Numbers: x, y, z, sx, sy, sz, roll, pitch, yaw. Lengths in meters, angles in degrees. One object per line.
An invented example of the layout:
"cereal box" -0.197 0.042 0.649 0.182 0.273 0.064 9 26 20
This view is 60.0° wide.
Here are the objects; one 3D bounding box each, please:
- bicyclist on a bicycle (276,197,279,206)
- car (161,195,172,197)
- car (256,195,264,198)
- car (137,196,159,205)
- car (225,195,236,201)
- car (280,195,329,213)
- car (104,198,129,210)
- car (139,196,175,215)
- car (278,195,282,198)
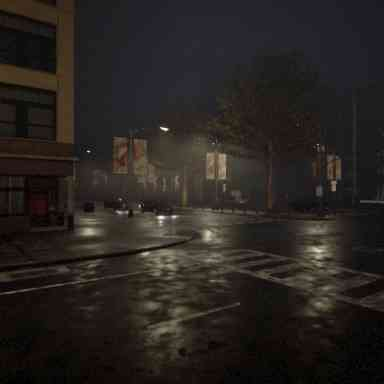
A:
"bicyclist on a bicycle" 12.657 1.300 50.568 1.656 1.620 0.582 0 0 -36
"car" -5.161 1.352 61.890 2.097 1.767 4.553 0 0 -36
"car" 17.668 1.462 83.113 1.895 1.301 4.718 0 0 -36
"car" -8.022 1.505 59.875 1.837 1.490 4.892 0 0 -36
"car" 8.006 1.413 76.680 2.161 1.482 4.786 0 0 -36
"car" 12.733 1.477 37.090 1.882 1.535 5.008 0 0 -38
"car" -9.662 1.491 42.307 2.128 1.511 4.902 0 0 -36
"car" -3.689 1.505 33.934 1.837 1.490 4.892 0 0 -36
"car" 18.470 1.319 69.180 2.002 1.452 4.674 0 0 -36
